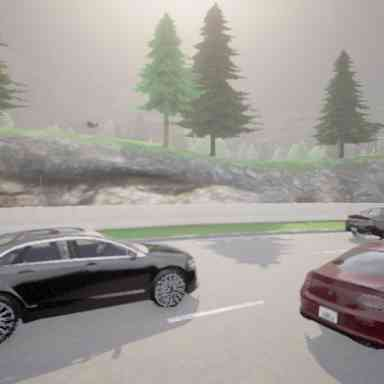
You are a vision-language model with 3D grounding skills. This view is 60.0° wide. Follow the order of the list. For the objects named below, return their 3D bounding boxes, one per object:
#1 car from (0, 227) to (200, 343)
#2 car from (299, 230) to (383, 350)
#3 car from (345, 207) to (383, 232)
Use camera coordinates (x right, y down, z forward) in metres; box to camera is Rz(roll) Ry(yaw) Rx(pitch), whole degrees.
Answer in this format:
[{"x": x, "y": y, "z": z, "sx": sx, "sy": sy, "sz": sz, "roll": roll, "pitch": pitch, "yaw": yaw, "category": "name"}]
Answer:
[{"x": -2.130, "y": 1.418, "z": 6.131, "sx": 4.902, "sy": 1.511, "sz": 2.128, "roll": 0, "pitch": 1, "yaw": -33, "category": "car"}, {"x": 3.911, "y": 1.507, "z": 5.541, "sx": 4.674, "sy": 1.442, "sz": 1.812, "roll": 0, "pitch": 0, "yaw": -26, "category": "car"}, {"x": 9.405, "y": 1.436, "z": 15.154, "sx": 4.902, "sy": 1.511, "sz": 2.128, "roll": 0, "pitch": 0, "yaw": -16, "category": "car"}]
